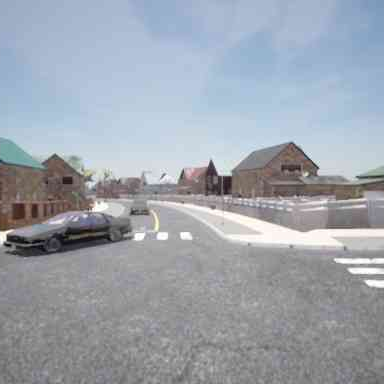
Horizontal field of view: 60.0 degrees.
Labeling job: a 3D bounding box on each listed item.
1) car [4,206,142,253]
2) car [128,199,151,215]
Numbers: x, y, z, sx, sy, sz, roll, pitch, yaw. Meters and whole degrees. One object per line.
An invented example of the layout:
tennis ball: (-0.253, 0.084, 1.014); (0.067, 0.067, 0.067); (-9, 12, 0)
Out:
car: (-4.886, 1.543, 14.149); (2.033, 1.411, 5.357); (0, 1, 35)
car: (-5.191, 1.493, 33.170); (1.837, 1.490, 4.892); (0, 0, -9)
